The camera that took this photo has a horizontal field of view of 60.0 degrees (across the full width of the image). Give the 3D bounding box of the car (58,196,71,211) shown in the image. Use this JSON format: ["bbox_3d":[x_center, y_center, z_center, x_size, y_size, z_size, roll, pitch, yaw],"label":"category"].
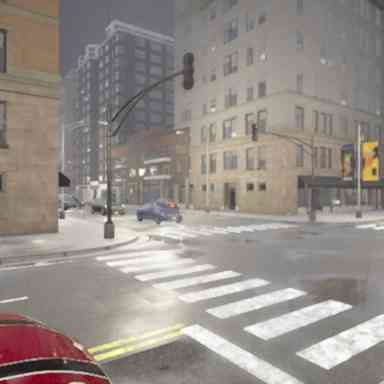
[{"bbox_3d":[-15.890,1.503,38.630,1.947,1.339,4.313,0,0,-35],"label":"car"}]

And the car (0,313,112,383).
[{"bbox_3d":[-2.607,1.354,1.605,4.553,1.767,2.097,0,0,-36],"label":"car"}]

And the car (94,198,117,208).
[{"bbox_3d":[-12.487,1.533,47.714,1.802,1.307,4.206,0,0,-35],"label":"car"}]

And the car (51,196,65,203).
[{"bbox_3d":[-28.237,1.530,69.974,1.947,1.339,4.313,0,0,-35],"label":"car"}]

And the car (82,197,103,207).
[{"bbox_3d":[-15.735,1.477,52.305,1.752,1.417,4.829,0,0,-35],"label":"car"}]

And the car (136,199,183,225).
[{"bbox_3d":[-2.476,1.483,24.017,1.812,1.442,4.674,0,0,-34],"label":"car"}]

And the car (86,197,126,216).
[{"bbox_3d":[-8.151,1.299,32.099,2.097,1.767,4.553,0,0,-35],"label":"car"}]

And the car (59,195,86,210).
[{"bbox_3d":[-15.310,1.446,42.225,1.837,1.490,4.892,0,0,-35],"label":"car"}]
